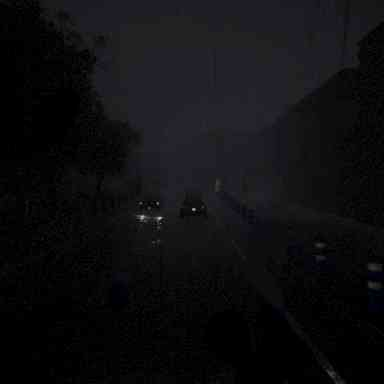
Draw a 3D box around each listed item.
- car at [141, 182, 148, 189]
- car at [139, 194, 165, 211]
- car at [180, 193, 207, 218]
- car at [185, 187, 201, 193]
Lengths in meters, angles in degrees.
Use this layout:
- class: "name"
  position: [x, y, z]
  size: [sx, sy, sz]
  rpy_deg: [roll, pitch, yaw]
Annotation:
- class: "car"
  position: [-11.237, -1.387, 70.879]
  size: [4.181, 1.385, 1.994]
  rpy_deg: [3, 3, 43]
- class: "car"
  position: [-3.568, 0.912, 30.002]
  size: [1.895, 1.301, 4.718]
  rpy_deg: [0, 3, 0]
- class: "car"
  position: [0.126, 1.105, 25.270]
  size: [1.994, 1.385, 4.181]
  rpy_deg: [0, 3, 0]
- class: "car"
  position: [0.144, 0.134, 41.389]
  size: [1.882, 1.535, 5.008]
  rpy_deg: [0, 3, 0]
